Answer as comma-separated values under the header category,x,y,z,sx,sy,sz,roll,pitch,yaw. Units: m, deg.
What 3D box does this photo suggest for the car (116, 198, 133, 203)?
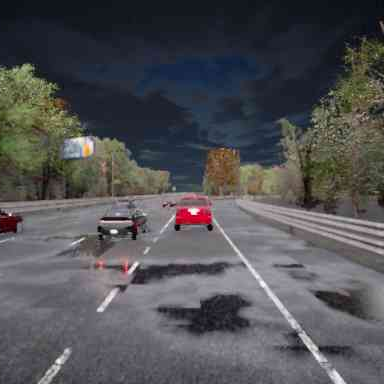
category,x,y,z,sx,sy,sz,roll,pitch,yaw
car,-6.908,1.613,34.412,2.033,1.411,5.357,0,0,0

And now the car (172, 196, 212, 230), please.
category,x,y,z,sx,sy,sz,roll,pitch,yaw
car,0.124,1.262,21.375,2.150,2.045,5.566,0,0,1

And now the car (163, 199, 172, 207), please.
category,x,y,z,sx,sy,sz,roll,pitch,yaw
car,-3.408,1.699,52.046,1.895,1.301,4.718,0,0,0

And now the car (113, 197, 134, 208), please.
category,x,y,z,sx,sy,sz,roll,pitch,yaw
car,-10.410,1.588,51.025,2.128,1.511,4.902,0,0,0

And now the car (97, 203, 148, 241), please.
category,x,y,z,sx,sy,sz,roll,pitch,yaw
car,-3.404,1.524,16.931,2.128,1.511,4.902,0,0,0

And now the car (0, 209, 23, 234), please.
category,x,y,z,sx,sy,sz,roll,pitch,yaw
car,-10.404,1.509,16.704,1.882,1.535,5.008,0,0,0

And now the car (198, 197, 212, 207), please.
category,x,y,z,sx,sy,sz,roll,pitch,yaw
car,2.270,1.585,55.825,1.882,1.535,5.008,0,0,7
